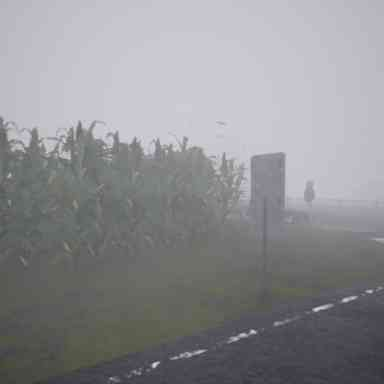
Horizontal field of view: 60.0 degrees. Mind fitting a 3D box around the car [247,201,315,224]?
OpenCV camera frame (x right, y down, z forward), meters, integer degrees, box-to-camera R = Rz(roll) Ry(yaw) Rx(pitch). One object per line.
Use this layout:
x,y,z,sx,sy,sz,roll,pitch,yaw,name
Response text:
5.992,1.281,22.902,1.882,1.535,5.008,1,0,-36,car
